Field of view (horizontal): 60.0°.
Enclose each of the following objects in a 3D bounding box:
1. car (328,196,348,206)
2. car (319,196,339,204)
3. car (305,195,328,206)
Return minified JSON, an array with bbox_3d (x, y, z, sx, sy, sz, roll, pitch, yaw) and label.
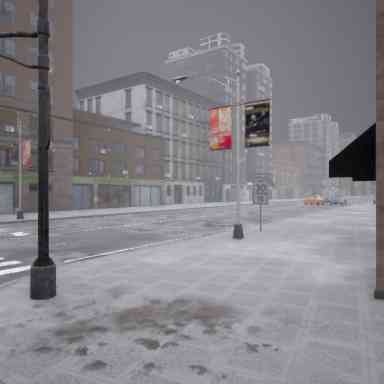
[{"bbox_3d":[22.728,1.377,51.466,2.033,1.411,5.357,0,0,34],"label":"car"},{"bbox_3d":[24.889,1.374,60.272,2.033,1.411,5.357,0,0,37],"label":"car"},{"bbox_3d":[19.300,1.182,52.250,2.097,1.767,4.553,0,0,35],"label":"car"}]
